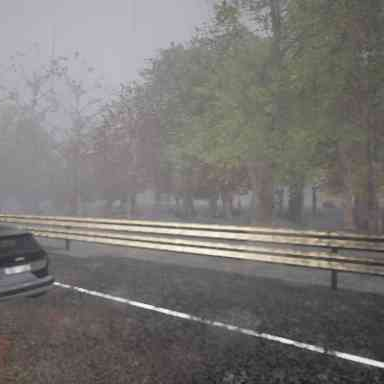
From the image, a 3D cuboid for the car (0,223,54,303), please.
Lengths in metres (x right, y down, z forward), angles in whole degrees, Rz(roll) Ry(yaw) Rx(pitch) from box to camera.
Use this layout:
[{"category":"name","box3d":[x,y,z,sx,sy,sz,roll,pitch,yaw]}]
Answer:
[{"category":"car","box3d":[-5.075,1.532,7.464,4.856,1.649,2.033,-1,0,35]}]
